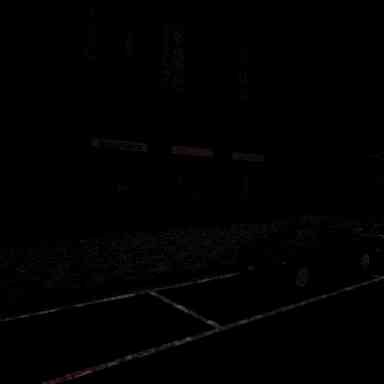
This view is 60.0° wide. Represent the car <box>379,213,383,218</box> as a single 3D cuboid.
[{"bbox_3d":[7.789,1.407,12.309,4.097,1.590,1.967,0,1,-35],"label":"car"}]

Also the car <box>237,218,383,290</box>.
[{"bbox_3d":[3.210,1.526,9.044,4.507,1.381,1.887,0,1,-35],"label":"car"}]
